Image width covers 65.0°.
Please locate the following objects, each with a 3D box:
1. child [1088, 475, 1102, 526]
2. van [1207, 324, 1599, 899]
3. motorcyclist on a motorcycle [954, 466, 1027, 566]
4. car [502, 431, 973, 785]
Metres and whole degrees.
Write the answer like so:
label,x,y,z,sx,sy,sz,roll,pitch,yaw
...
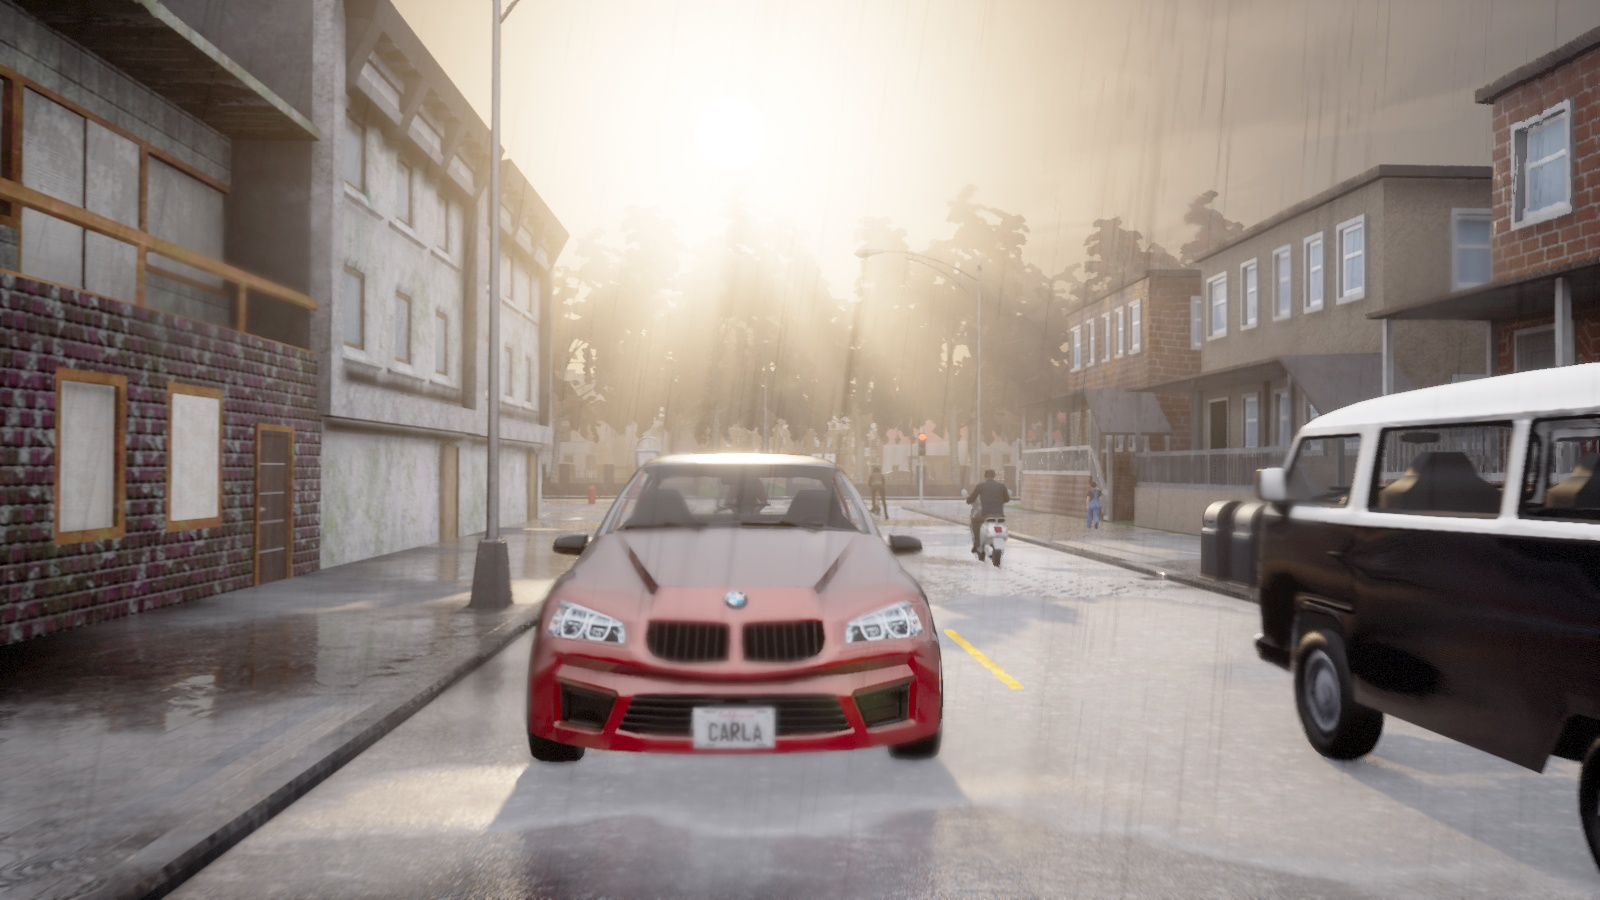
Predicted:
label,x,y,z,sx,sy,sz,roll,pitch,yaw
child,7.391,1.252,31.485,0.270,1.263,0.437,0,-1,4
van,3.713,0.609,5.790,2.069,2.038,4.480,0,-1,-2
motorcyclist on a motorcycle,3.154,1.071,20.933,0.866,1.590,1.817,0,-1,-2
car,-0.382,0.784,8.303,2.242,1.667,4.611,0,-1,-2
